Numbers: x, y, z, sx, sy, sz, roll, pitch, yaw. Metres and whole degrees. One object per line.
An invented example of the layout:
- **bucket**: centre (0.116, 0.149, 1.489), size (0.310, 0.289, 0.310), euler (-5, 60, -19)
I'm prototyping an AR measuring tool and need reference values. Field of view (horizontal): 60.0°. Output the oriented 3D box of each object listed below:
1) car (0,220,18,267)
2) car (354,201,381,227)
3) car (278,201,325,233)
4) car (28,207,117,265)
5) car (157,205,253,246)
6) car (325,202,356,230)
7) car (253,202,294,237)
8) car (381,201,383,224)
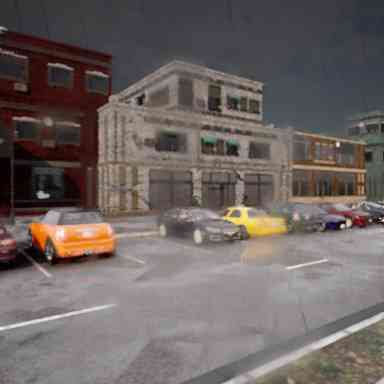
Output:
- **car**: centre (-6.746, 1.508, 10.474), size (2.002, 1.452, 4.674), euler (0, 0, -35)
- **car**: centre (9.097, 1.421, 21.756), size (2.097, 1.535, 5.008), euler (0, 0, -35)
- **car**: centre (4.594, 1.304, 18.512), size (2.185, 1.767, 4.553), euler (0, 0, -36)
- **car**: centre (-4.466, 1.329, 12.060), size (2.185, 1.767, 4.553), euler (0, 0, -35)
- **car**: centre (0.141, 1.441, 15.384), size (2.231, 1.521, 4.892), euler (0, 0, -35)
- **car**: centre (6.853, 1.455, 20.117), size (2.163, 1.488, 4.792), euler (0, 0, -35)
- **car**: centre (2.302, 1.432, 17.142), size (1.946, 1.575, 5.366), euler (0, 0, -35)
- **car**: centre (11.368, 1.420, 23.359), size (2.231, 1.521, 4.892), euler (0, 0, -35)
